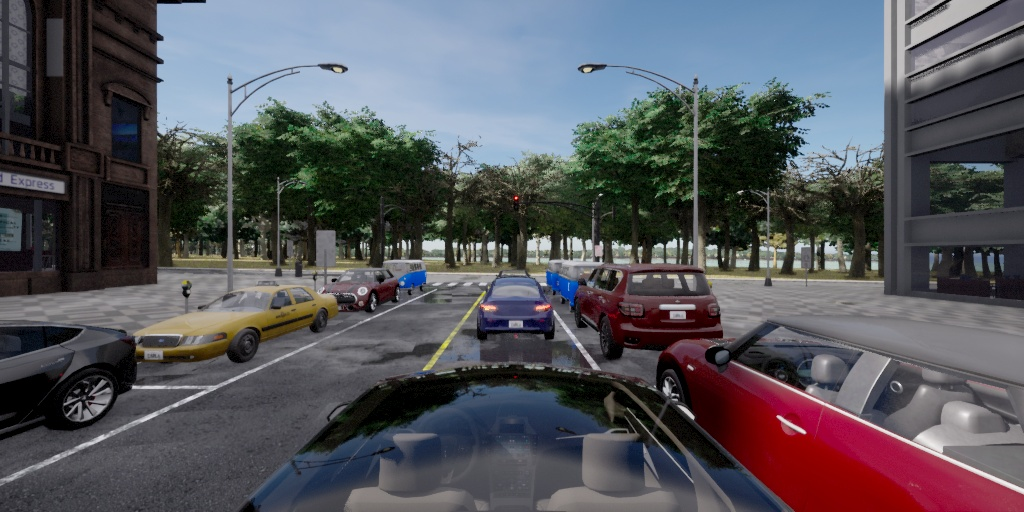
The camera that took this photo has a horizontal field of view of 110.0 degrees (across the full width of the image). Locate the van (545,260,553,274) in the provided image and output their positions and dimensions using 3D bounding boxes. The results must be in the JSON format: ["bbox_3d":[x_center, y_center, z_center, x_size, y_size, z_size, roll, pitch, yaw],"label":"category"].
[{"bbox_3d":[2.756,1.092,19.228,1.690,1.789,3.998,0,0,0],"label":"van"}]

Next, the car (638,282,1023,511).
[{"bbox_3d":[2.762,1.190,2.915,1.967,1.591,4.097,0,0,0],"label":"car"}]

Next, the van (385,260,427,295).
[{"bbox_3d":[-5.769,1.092,19.225,1.690,1.789,3.998,0,0,0],"label":"van"}]

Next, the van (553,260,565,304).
[{"bbox_3d":[2.758,1.091,13.790,1.690,1.789,3.998,0,0,0],"label":"van"}]

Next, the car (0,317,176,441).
[{"bbox_3d":[-5.763,1.316,2.912,1.948,1.339,4.313,0,0,0],"label":"car"}]

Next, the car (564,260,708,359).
[{"bbox_3d":[2.760,1.065,8.353,2.192,1.841,5.009,0,0,0],"label":"car"}]

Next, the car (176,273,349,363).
[{"bbox_3d":[-5.765,1.275,8.180,1.751,1.417,4.829,0,0,0],"label":"car"}]

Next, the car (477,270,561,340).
[{"bbox_3d":[0.095,1.276,9.890,1.812,1.442,4.674,0,0,0],"label":"car"}]

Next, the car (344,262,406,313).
[{"bbox_3d":[-5.767,1.190,13.787,1.967,1.591,4.097,0,0,0],"label":"car"}]
